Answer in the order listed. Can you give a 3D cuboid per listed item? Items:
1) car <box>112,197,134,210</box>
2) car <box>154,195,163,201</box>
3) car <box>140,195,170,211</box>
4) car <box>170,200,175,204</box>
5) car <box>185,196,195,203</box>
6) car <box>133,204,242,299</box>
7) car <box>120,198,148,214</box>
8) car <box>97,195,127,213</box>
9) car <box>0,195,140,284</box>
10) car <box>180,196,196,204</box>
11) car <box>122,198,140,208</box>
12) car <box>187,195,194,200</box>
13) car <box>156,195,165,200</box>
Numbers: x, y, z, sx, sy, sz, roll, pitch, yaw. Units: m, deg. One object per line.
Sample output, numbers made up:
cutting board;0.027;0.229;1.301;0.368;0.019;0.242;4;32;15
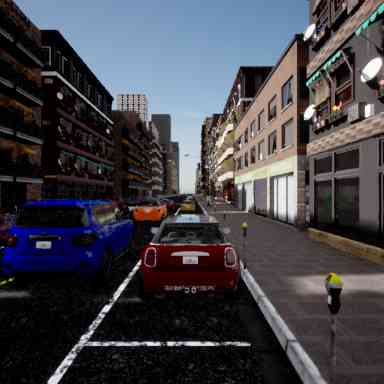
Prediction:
car;-8.834;1.439;42.793;1.967;1.590;4.097;0;0;0
car;-8.834;1.541;87.882;2.008;1.369;4.403;0;0;0
car;-3.067;1.353;25.185;2.097;1.767;4.553;0;0;0
car;-3.064;1.600;40.218;1.895;1.301;4.718;0;0;0
car;-0.453;1.545;70.970;2.008;1.369;4.403;0;0;0
car;-0.032;1.353;8.619;2.097;1.767;4.553;0;0;0
car;-6.231;1.491;36.277;2.128;1.511;4.902;0;0;0
car;-8.833;1.314;37.157;2.192;1.841;5.009;0;0;0
car;-3.146;1.221;9.744;2.150;2.045;5.566;0;0;0
car;-0.454;1.525;37.323;1.752;1.417;4.829;0;0;0
car;-8.834;1.543;48.430;1.887;1.381;4.507;0;0;0
car;-0.452;1.513;93.685;1.752;1.417;4.829;0;0;0
car;-8.834;1.539;93.519;2.008;1.369;4.403;0;0;0
